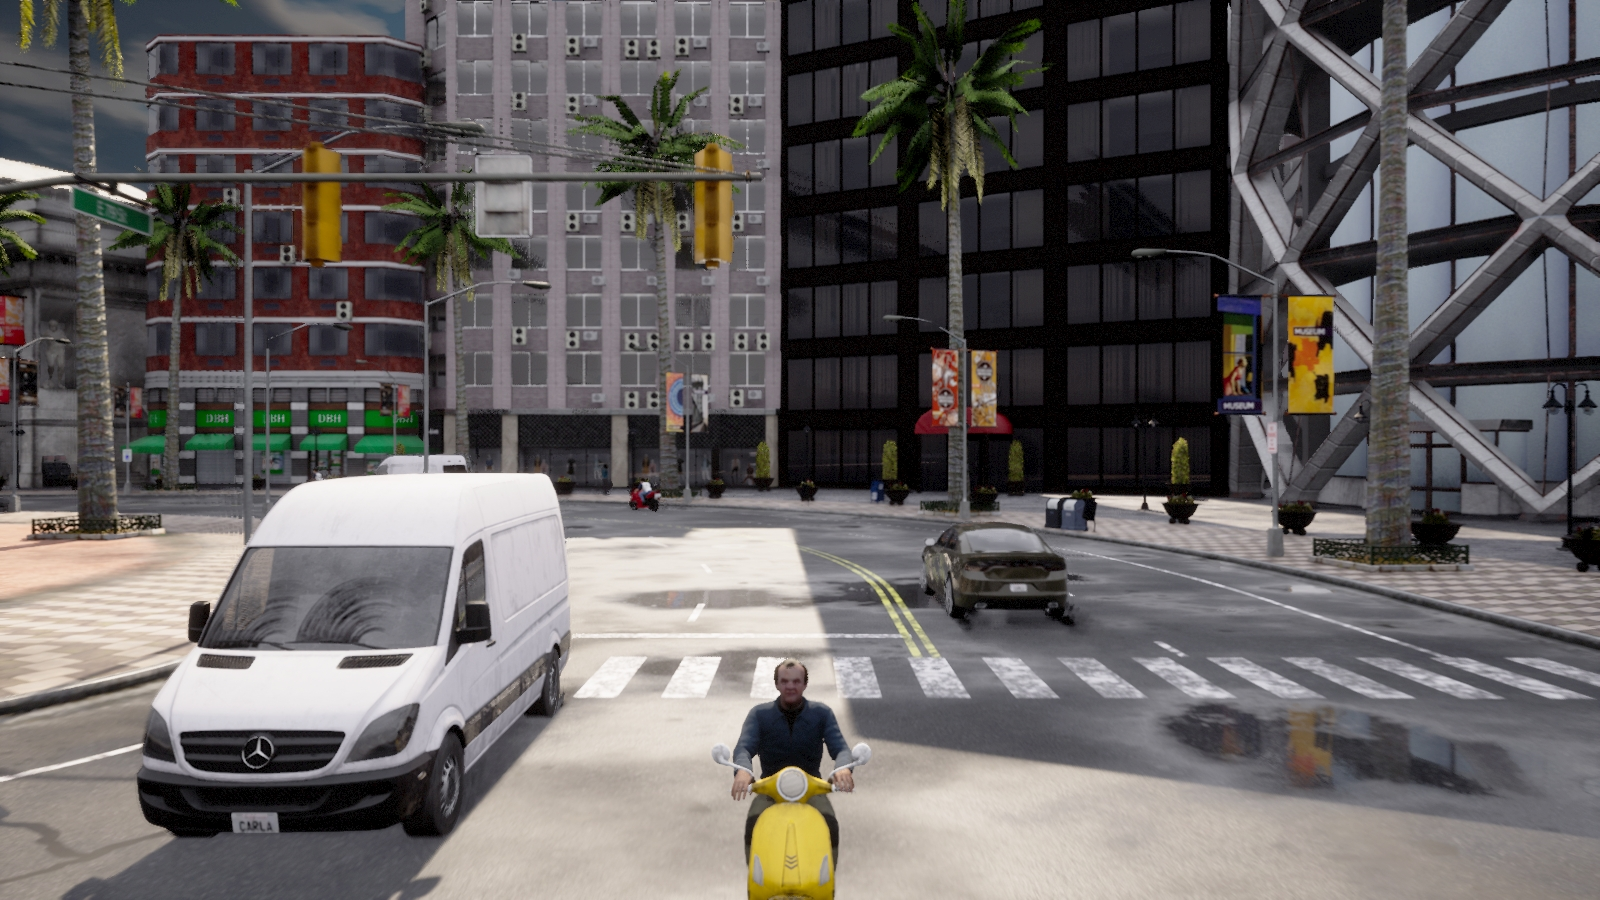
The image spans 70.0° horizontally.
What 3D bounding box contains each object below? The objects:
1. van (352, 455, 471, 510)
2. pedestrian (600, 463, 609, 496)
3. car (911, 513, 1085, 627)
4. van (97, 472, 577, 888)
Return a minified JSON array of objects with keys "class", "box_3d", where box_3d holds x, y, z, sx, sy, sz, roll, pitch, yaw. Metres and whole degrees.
[{"class":"van","box_3d":[-18.918,1.535,55.594,5.915,2.561,1.988,0,0,28]},{"class":"pedestrian","box_3d":[-11.113,1.698,64.986,0.375,1.860,0.375,0,0,14]},{"class":"car","box_3d":[3.375,2.034,20.587,2.097,1.535,5.006,0,0,-2]},{"class":"van","box_3d":[-3.558,1.535,10.315,1.988,2.561,5.915,0,0,-1]}]
